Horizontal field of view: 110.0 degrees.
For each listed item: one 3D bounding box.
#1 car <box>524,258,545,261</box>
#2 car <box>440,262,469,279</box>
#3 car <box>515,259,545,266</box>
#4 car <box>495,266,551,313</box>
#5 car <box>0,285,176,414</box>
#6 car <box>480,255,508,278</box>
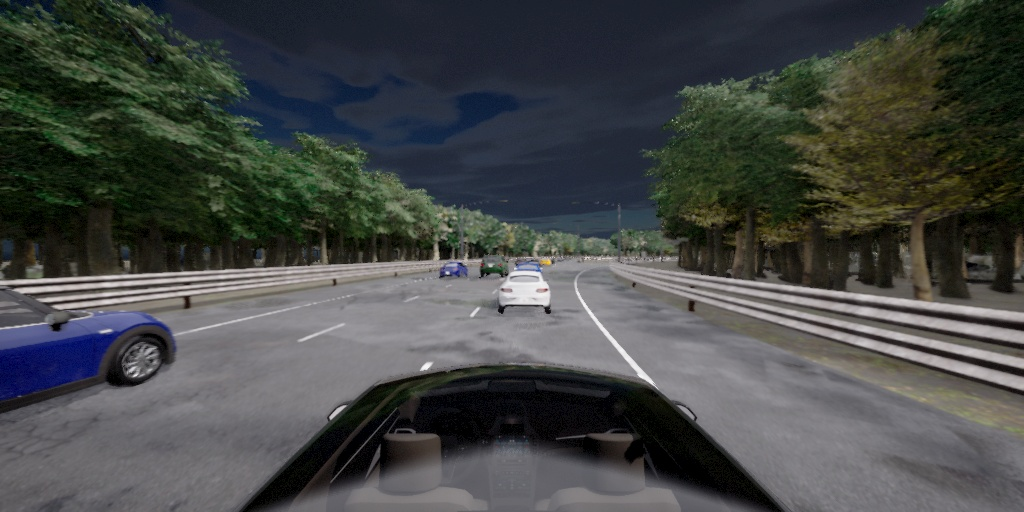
[{"bbox_3d":[2.529,1.251,41.166,1.837,1.490,4.892,0,0,6],"label":"car"},{"bbox_3d":[-5.249,1.265,32.705,1.812,1.442,4.674,0,0,5],"label":"car"},{"bbox_3d":[1.153,1.236,25.479,1.882,1.535,5.008,0,0,4],"label":"car"},{"bbox_3d":[0.503,1.280,14.005,1.812,1.442,4.674,0,0,3],"label":"car"},{"bbox_3d":[-6.768,1.090,4.155,2.097,1.767,4.553,0,0,1],"label":"car"},{"bbox_3d":[-1.615,0.968,33.818,2.150,2.045,5.566,0,0,5],"label":"car"}]
